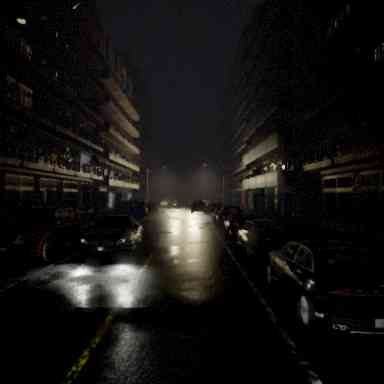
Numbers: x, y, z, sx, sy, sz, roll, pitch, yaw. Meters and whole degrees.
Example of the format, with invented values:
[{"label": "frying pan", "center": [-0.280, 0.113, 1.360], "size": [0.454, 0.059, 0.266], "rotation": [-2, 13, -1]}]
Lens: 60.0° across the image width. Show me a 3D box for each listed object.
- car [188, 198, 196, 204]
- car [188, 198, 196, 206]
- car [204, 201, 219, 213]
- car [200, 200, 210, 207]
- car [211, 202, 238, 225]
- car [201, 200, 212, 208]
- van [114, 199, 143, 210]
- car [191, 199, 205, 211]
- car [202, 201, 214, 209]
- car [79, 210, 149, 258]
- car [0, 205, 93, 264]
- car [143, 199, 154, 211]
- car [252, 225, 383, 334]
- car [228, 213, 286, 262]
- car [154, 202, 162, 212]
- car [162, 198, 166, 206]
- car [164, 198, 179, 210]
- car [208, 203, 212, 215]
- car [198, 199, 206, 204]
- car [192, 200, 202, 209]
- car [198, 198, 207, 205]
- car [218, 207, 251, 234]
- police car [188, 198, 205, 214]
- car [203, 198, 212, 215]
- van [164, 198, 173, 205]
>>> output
[{"label": "car", "center": [0.014, 2.539, 93.551], "size": [2.128, 1.511, 4.902], "rotation": [0, -1, 0]}, {"label": "car", "center": [0.011, 2.262, 75.860], "size": [1.882, 1.535, 5.008], "rotation": [0, -1, 0]}, {"label": "car", "center": [2.696, 2.052, 46.632], "size": [1.752, 1.417, 4.829], "rotation": [0, -1, 0]}, {"label": "car", "center": [2.698, 2.342, 69.279], "size": [1.752, 1.417, 4.829], "rotation": [0, -1, 0]}, {"label": "car", "center": [2.694, 1.693, 23.819], "size": [1.967, 1.590, 4.097], "rotation": [0, -1, 0]}, {"label": "car", "center": [2.698, 2.285, 63.451], "size": [1.887, 1.381, 4.507], "rotation": [0, -1, 0]}, {"label": "van", "center": [-5.686, 1.656, 29.506], "size": [1.690, 1.788, 3.998], "rotation": [0, -1, 0]}, {"label": "car", "center": [0.908, 1.951, 52.399], "size": [2.097, 1.767, 4.553], "rotation": [0, -1, 0]}, {"label": "car", "center": [2.697, 2.213, 57.786], "size": [1.887, 1.381, 4.507], "rotation": [0, -1, 0]}, {"label": "car", "center": [-3.085, 1.668, 13.520], "size": [1.812, 1.442, 4.674], "rotation": [0, -1, 0]}, {"label": "car", "center": [-5.688, 1.447, 12.521], "size": [2.192, 1.841, 5.009], "rotation": [0, -1, 0]}, {"label": "car", "center": [-5.686, 1.698, 35.166], "size": [2.192, 1.841, 5.009], "rotation": [0, -1, 0]}, {"label": "car", "center": [2.692, 1.624, 6.834], "size": [2.008, 1.369, 4.403], "rotation": [0, -1, 0]}, {"label": "car", "center": [2.693, 1.683, 12.496], "size": [2.008, 1.369, 4.403], "rotation": [0, -1, 0]}, {"label": "car", "center": [-5.685, 2.069, 46.486], "size": [1.887, 1.381, 4.507], "rotation": [0, -1, 0]}, {"label": "car", "center": [-5.682, 2.337, 68.963], "size": [1.752, 1.417, 4.829], "rotation": [0, -1, 0]}, {"label": "car", "center": [-3.053, 2.181, 55.143], "size": [2.033, 1.411, 5.357], "rotation": [0, -1, 1]}, {"label": "car", "center": [2.694, 1.897, 29.481], "size": [1.802, 1.307, 4.206], "rotation": [0, -1, 0]}, {"label": "car", "center": [2.701, 2.685, 91.753], "size": [2.008, 1.369, 4.403], "rotation": [0, -1, 0]}, {"label": "car", "center": [0.844, 2.202, 58.422], "size": [1.812, 1.442, 4.674], "rotation": [0, -1, 0]}, {"label": "car", "center": [2.699, 2.367, 86.094], "size": [2.192, 1.841, 5.009], "rotation": [0, -1, 0]}, {"label": "car", "center": [2.693, 1.736, 18.159], "size": [1.887, 1.381, 4.507], "rotation": [0, -1, 0]}, {"label": "police car", "center": [0.807, 1.900, 42.519], "size": [1.930, 1.638, 5.238], "rotation": [0, -1, -2]}, {"label": "car", "center": [2.695, 1.893, 40.801], "size": [1.967, 1.590, 4.097], "rotation": [0, -1, 0]}, {"label": "van", "center": [-5.682, 2.311, 80.458], "size": [1.690, 1.788, 3.998], "rotation": [0, -1, 0]}]
